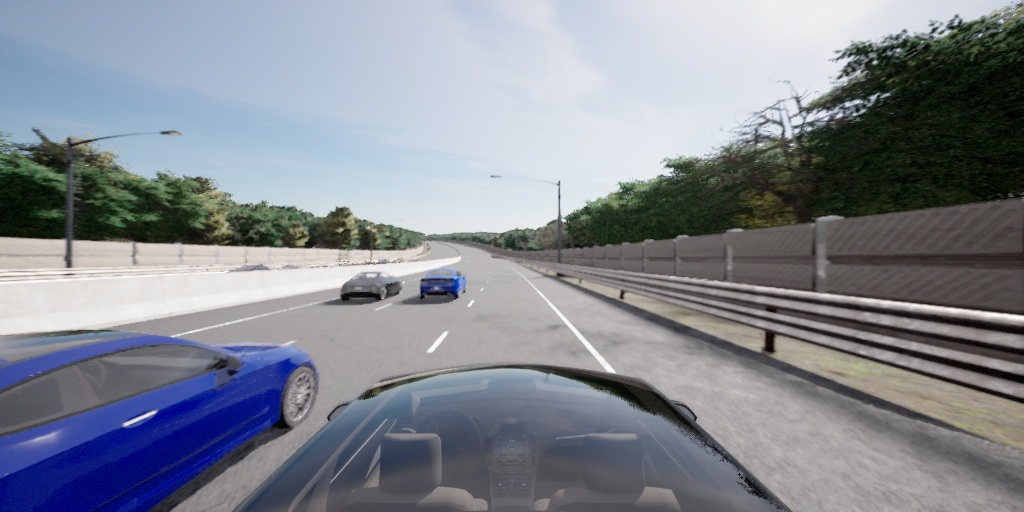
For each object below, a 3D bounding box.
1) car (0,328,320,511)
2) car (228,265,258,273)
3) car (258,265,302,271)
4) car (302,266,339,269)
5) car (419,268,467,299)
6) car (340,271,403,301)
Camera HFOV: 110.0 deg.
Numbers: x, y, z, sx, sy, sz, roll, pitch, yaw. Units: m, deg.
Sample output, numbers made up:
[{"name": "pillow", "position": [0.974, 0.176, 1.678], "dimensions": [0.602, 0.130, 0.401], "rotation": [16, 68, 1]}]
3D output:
[{"name": "car", "position": [-3.409, 1.289, 2.729], "dimensions": [1.812, 1.442, 4.674], "rotation": [0, 0, 0]}, {"name": "car", "position": [-25.030, 1.552, 34.411], "dimensions": [1.812, 1.442, 4.674], "rotation": [0, 0, -1]}, {"name": "car", "position": [-21.528, 1.566, 34.713], "dimensions": [2.033, 1.411, 5.357], "rotation": [0, 0, -1]}, {"name": "car", "position": [-18.048, 1.612, 35.125], "dimensions": [1.895, 1.301, 4.718], "rotation": [0, 0, -1]}, {"name": "car", "position": [-3.531, 1.365, 19.112], "dimensions": [1.882, 1.535, 5.008], "rotation": [0, 0, -1]}, {"name": "car", "position": [-7.022, 1.453, 18.338], "dimensions": [1.994, 1.385, 4.181], "rotation": [0, 0, -1]}]
